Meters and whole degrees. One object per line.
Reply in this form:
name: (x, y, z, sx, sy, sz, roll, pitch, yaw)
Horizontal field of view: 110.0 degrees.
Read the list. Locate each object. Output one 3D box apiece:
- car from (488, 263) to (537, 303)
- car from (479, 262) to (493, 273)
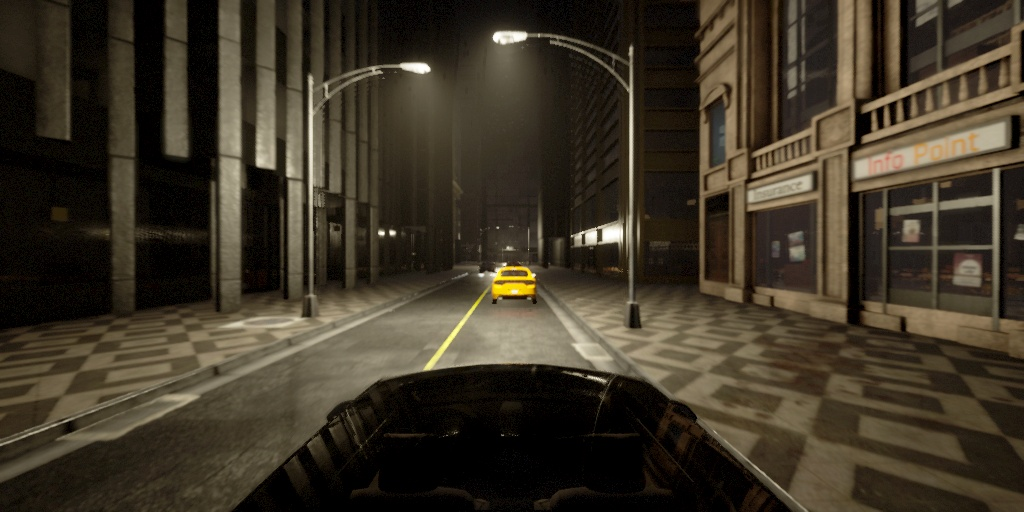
car: (0.106, 1.250, 16.708, 1.882, 1.535, 5.008, 0, 0, 0)
car: (-2.988, 1.395, 44.528, 2.033, 1.411, 5.357, 0, 0, 0)
